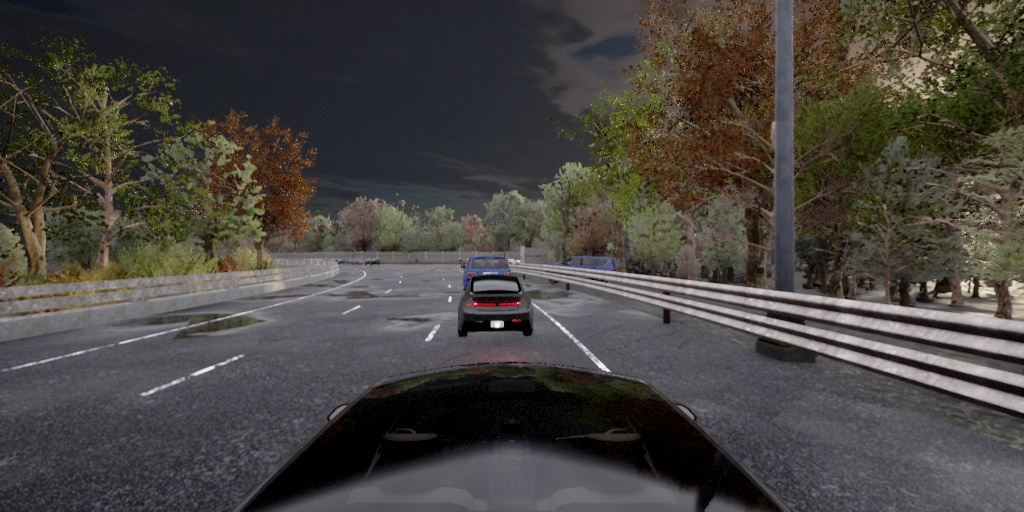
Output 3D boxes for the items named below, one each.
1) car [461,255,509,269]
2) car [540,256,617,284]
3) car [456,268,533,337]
[{"bbox_3d":[-1.315,0.992,17.825,2.150,2.045,5.566,0,0,-9],"label":"car"},{"bbox_3d":[4.854,1.015,26.133,5.566,2.045,2.150,3,1,7],"label":"car"},{"bbox_3d":[-0.541,1.266,10.344,1.837,1.490,4.892,0,0,-5],"label":"car"}]
